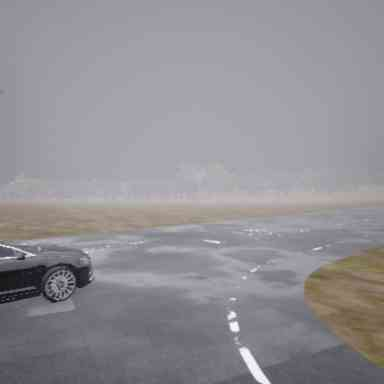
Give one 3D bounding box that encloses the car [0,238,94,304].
[{"bbox_3d":[-4.347,1.537,6.341,2.128,1.511,4.902,-1,0,45],"label":"car"}]
